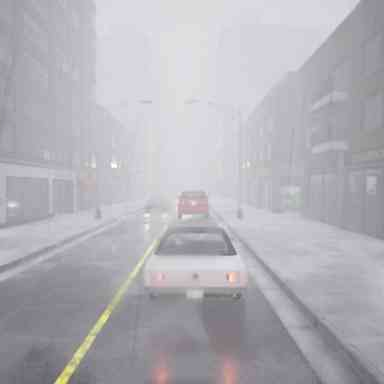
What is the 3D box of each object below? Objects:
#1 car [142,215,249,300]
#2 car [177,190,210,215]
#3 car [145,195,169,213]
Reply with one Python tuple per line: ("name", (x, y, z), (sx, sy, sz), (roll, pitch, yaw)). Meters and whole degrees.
("car", (0.093, 1.470, 8.032), (1.895, 1.301, 4.718), (0, 1, 1))
("car", (0.091, 0.836, 24.159), (2.150, 2.045, 5.566), (0, 1, 0))
("car", (-3.099, 1.051, 29.871), (1.812, 1.442, 4.674), (0, 1, 0))
